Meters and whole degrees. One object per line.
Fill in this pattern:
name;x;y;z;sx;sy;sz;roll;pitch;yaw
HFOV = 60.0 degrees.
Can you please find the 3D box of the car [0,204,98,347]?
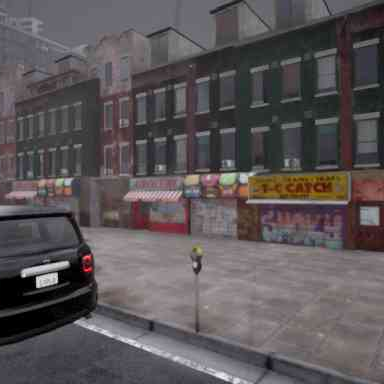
car;-4.044;1.226;5.828;5.566;2.045;2.150;0;0;35
